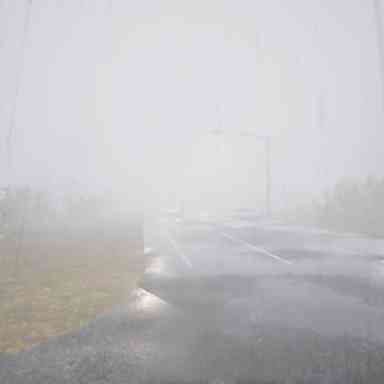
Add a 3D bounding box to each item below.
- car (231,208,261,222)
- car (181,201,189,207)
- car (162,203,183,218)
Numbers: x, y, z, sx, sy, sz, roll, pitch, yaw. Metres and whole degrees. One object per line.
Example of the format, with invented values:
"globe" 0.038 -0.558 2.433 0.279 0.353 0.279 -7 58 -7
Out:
"car" 5.411 2.276 34.085 1.895 1.301 4.718 0 -1 -8
"car" -1.961 3.096 83.882 1.882 1.535 5.008 0 -1 -8
"car" -2.562 2.342 40.169 1.812 1.442 4.674 0 -1 -8
